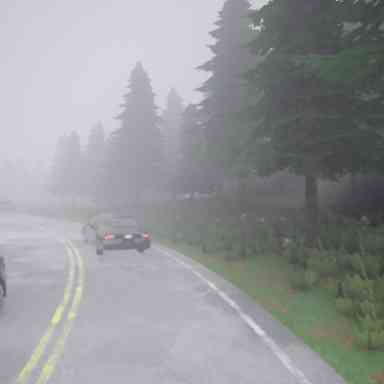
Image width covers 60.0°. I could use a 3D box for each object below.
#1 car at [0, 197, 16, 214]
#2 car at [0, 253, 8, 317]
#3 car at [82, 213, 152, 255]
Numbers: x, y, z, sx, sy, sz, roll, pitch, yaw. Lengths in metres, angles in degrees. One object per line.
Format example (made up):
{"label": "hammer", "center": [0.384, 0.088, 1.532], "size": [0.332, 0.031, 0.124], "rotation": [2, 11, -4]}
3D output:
{"label": "car", "center": [-17.815, 1.224, 30.705], "size": [2.128, 1.511, 4.902], "rotation": [3, -1, -44]}
{"label": "car", "center": [-3.913, 1.492, 4.109], "size": [2.128, 1.511, 4.902], "rotation": [0, 0, -11]}
{"label": "car", "center": [-3.226, 1.555, 13.523], "size": [2.033, 1.411, 5.357], "rotation": [1, -1, -25]}
